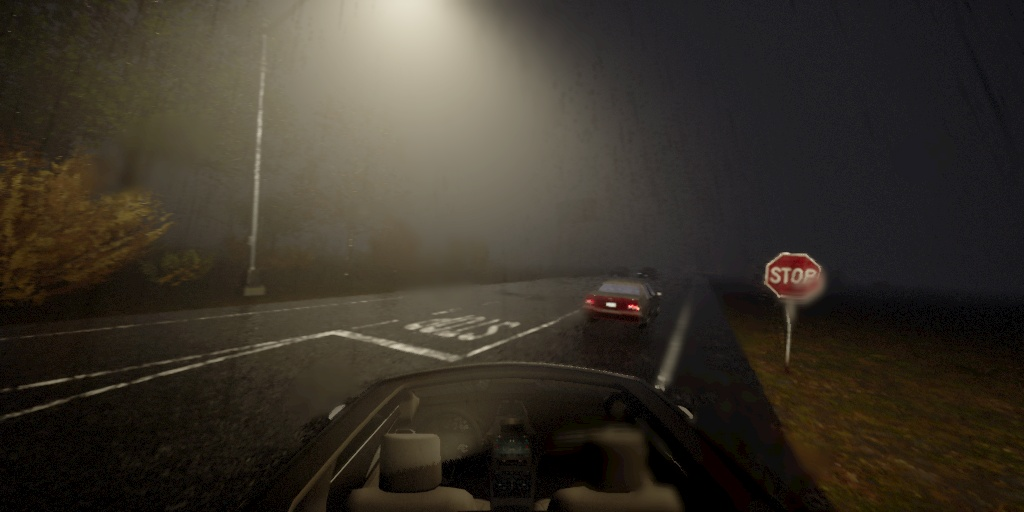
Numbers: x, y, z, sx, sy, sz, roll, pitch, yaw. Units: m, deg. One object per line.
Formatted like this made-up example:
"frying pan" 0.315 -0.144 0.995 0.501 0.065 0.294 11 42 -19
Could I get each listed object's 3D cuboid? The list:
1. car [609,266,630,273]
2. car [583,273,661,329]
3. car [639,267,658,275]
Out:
"car" 14.023 2.049 46.550 2.033 1.411 5.357 3 0 28
"car" 4.015 1.518 12.544 2.033 1.411 5.357 3 0 28
"car" 17.116 2.179 44.917 1.837 1.490 4.892 3 0 28
